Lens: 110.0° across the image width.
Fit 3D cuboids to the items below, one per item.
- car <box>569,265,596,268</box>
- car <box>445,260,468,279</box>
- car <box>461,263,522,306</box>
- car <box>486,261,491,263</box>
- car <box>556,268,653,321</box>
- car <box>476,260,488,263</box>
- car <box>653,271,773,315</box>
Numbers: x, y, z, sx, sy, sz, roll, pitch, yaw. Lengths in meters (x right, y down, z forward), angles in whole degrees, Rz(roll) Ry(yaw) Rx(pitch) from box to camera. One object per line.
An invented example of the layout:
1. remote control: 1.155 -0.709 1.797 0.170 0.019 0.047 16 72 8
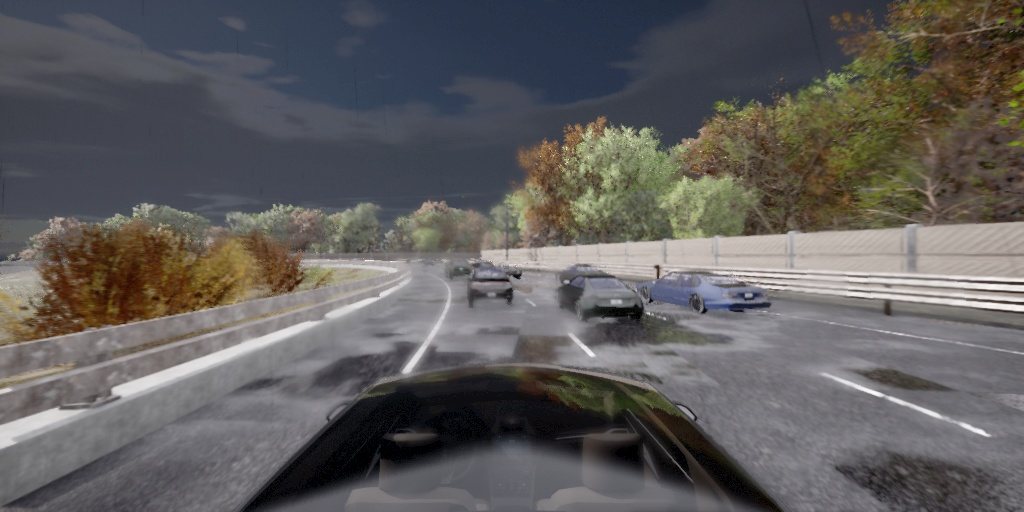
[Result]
1. car: 4.637 1.288 24.338 2.033 1.411 5.357 0 0 -12
2. car: -4.977 1.151 33.077 2.097 1.767 4.553 0 0 -17
3. car: -1.060 1.257 15.861 2.128 1.511 4.902 0 0 -8
4. car: -0.670 1.375 31.062 1.895 1.301 4.718 0 0 -16
5. car: 2.843 1.306 12.443 1.994 1.385 4.181 0 0 -6
6. car: -4.210 1.298 49.965 2.128 1.511 4.902 0 0 -26
7. car: 6.803 1.269 13.548 2.033 1.411 5.357 0 0 -12
